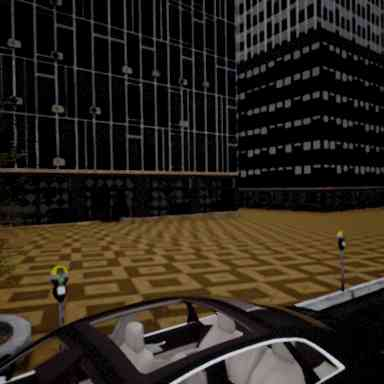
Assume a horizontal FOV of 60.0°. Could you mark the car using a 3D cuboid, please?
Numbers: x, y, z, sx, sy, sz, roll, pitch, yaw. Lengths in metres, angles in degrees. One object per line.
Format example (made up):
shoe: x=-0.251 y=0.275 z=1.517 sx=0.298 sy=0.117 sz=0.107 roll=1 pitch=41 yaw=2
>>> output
car: x=-0.381 y=1.550 z=2.174 sx=4.403 sy=1.369 sz=2.008 roll=0 pitch=-1 yaw=-35
